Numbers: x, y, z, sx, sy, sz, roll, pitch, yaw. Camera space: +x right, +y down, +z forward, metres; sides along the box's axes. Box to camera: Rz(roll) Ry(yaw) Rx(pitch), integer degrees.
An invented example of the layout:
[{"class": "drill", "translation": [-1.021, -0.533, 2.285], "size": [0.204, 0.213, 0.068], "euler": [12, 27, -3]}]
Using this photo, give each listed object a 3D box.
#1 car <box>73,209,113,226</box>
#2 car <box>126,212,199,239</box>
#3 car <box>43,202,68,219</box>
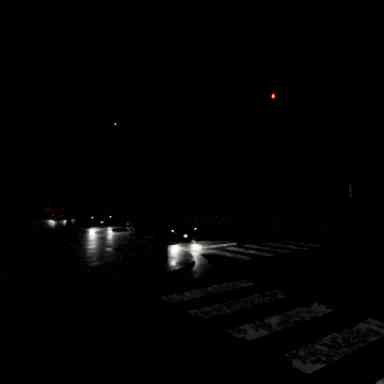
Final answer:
[{"class": "car", "translation": [-8.282, 2.084, 27.670], "size": [1.895, 1.301, 4.718], "euler": [0, -1, -35]}, {"class": "car", "translation": [-1.875, 1.838, 18.652], "size": [2.033, 1.411, 5.357], "euler": [0, -1, -36]}, {"class": "car", "translation": [-15.342, 2.050, 37.652], "size": [2.097, 1.767, 4.553], "euler": [0, -1, -35]}]
